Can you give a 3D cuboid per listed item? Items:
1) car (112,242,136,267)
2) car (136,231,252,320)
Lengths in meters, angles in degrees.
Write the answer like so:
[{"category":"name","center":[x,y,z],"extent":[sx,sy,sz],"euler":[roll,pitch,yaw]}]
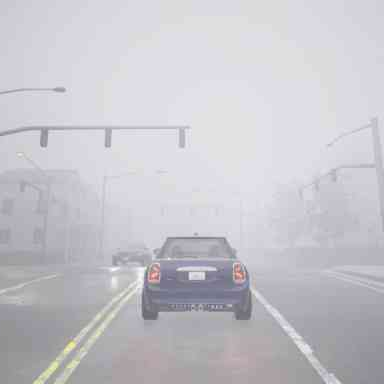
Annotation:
[{"category":"car","center":[-3.621,3.860,20.639],"extent":[1.812,1.442,4.674],"euler":[0,-11,0]},{"category":"car","center":[0.085,1.807,8.234],"extent":[2.097,1.767,4.553],"euler":[0,-7,0]}]
